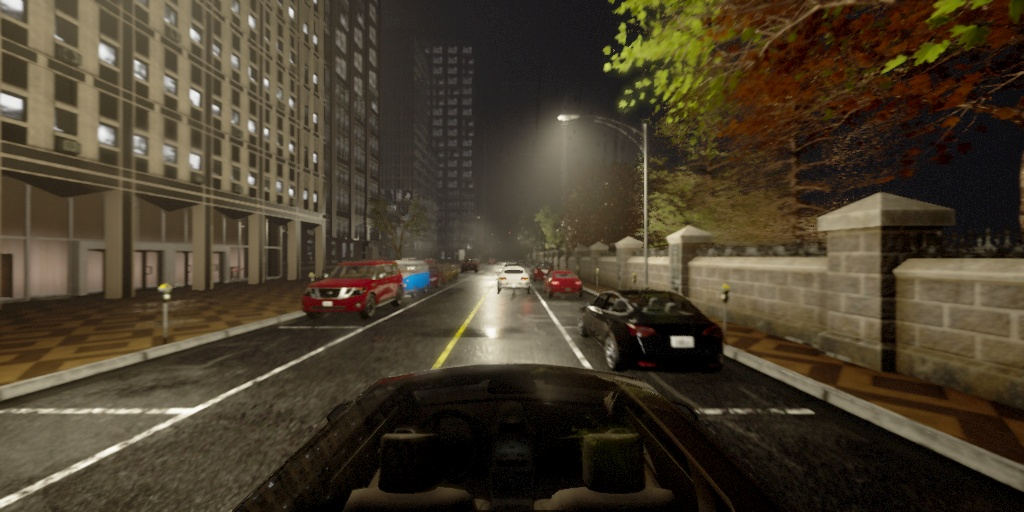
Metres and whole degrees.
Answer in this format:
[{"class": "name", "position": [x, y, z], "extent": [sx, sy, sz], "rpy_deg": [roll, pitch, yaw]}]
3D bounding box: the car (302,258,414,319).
[{"class": "car", "position": [-5.461, 1.102, 13.124], "extent": [2.192, 1.841, 5.009], "rpy_deg": [0, 0, 0]}]

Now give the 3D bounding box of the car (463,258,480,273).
[{"class": "car", "position": [-5.322, 1.202, 46.369], "extent": [2.192, 1.841, 5.009], "rpy_deg": [0, 0, 0]}]

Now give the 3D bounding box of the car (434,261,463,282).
[{"class": "car", "position": [-5.464, 1.363, 29.577], "extent": [1.751, 1.417, 4.829], "rpy_deg": [0, 0, 0]}]

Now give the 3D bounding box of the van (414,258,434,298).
[{"class": "van", "position": [-5.462, 1.146, 18.665], "extent": [1.690, 1.789, 3.998], "rpy_deg": [0, 0, 0]}]

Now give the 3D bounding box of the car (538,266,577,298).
[{"class": "car", "position": [2.563, 1.386, 18.575], "extent": [1.802, 1.307, 4.207], "rpy_deg": [0, 0, 0]}]

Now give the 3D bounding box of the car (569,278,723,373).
[{"class": "car", "position": [2.565, 1.335, 7.476], "extent": [1.948, 1.339, 4.313], "rpy_deg": [0, 0, 0]}]

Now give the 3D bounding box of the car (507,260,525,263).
[{"class": "car", "position": [0.092, 1.366, 41.952], "extent": [2.128, 1.511, 4.902], "rpy_deg": [0, 0, 0]}]

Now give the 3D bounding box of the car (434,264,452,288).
[{"class": "car", "position": [-5.463, 1.404, 24.206], "extent": [1.802, 1.307, 4.207], "rpy_deg": [0, 0, 0]}]

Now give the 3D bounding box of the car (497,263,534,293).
[{"class": "car", "position": [0.097, 1.338, 21.045], "extent": [1.812, 1.442, 4.674], "rpy_deg": [0, 0, 0]}]

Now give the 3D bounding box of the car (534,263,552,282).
[{"class": "car", "position": [2.561, 1.277, 29.675], "extent": [1.967, 1.591, 4.097], "rpy_deg": [0, 0, 0]}]
